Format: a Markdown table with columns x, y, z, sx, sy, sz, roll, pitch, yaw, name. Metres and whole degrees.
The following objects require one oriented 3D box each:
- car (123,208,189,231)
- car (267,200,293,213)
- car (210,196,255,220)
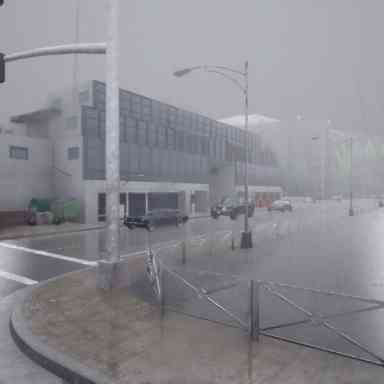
| x | y | z | sx | sy | sz | roll | pitch | yaw | name |
| --- | --- | --- | --- | --- | --- | --- | --- | --- | --- |
| -2.315 | 1.777 | 22.159 | 1.895 | 1.301 | 4.718 | 0 | 0 | 35 | car |
| 10.775 | 1.702 | 40.471 | 1.812 | 1.442 | 4.674 | 0 | 0 | 36 | car |
| 3.888 | 1.398 | 30.861 | 2.150 | 2.045 | 5.566 | 0 | 0 | 35 | car |
